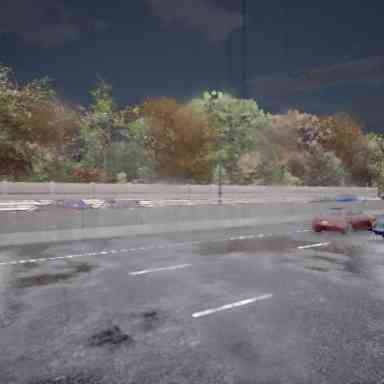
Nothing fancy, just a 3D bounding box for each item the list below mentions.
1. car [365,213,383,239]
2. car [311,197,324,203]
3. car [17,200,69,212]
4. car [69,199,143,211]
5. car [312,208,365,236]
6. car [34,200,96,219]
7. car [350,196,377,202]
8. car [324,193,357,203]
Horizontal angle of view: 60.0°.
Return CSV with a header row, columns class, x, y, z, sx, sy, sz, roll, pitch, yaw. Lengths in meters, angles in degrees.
class,x,y,z,sx,sy,sz,roll,pitch,yaw
car,10.752,1.547,15.831,5.357,1.411,2.033,0,0,-35
car,21.019,1.507,53.271,4.892,1.490,1.837,0,0,-35
car,-10.061,1.523,22.589,4.674,1.442,1.812,0,0,-35
car,-5.213,1.349,21.727,4.553,1.767,2.097,0,0,-35
car,8.614,1.564,18.606,4.181,1.385,1.994,0,0,-35
car,-11.445,1.490,30.175,4.902,1.511,2.128,0,0,-35
car,25.192,1.601,47.652,4.718,1.301,1.895,0,0,-35
car,23.033,1.218,50.409,5.566,2.045,2.150,0,0,-35
